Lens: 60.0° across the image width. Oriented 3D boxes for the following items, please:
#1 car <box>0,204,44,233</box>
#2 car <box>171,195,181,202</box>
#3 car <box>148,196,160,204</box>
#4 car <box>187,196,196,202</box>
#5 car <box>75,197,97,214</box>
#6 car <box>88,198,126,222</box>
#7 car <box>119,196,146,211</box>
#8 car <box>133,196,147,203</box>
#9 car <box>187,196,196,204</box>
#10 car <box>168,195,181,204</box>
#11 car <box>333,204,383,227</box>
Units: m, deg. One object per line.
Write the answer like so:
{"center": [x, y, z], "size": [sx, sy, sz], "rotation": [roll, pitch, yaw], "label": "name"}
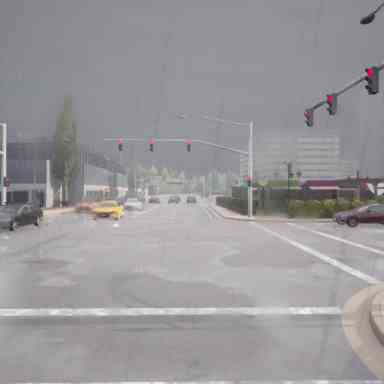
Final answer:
{"center": [-10.629, 1.491, 19.907], "size": [2.128, 1.511, 4.902], "rotation": [0, 0, 0], "label": "car"}
{"center": [-3.610, 1.425, 74.879], "size": [1.994, 1.385, 4.181], "rotation": [0, 0, 0], "label": "car"}
{"center": [-7.149, 1.547, 62.978], "size": [2.033, 1.411, 5.357], "rotation": [0, 0, 0], "label": "car"}
{"center": [-0.110, 1.468, 74.916], "size": [1.895, 1.301, 4.718], "rotation": [0, 0, 0], "label": "car"}
{"center": [-10.651, 1.352, 34.967], "size": [2.097, 1.767, 4.553], "rotation": [0, 0, 0], "label": "car"}
{"center": [-6.747, 1.477, 26.911], "size": [1.882, 1.535, 5.008], "rotation": [0, 0, -5], "label": "car"}
{"center": [-7.158, 1.526, 40.297], "size": [1.812, 1.442, 4.674], "rotation": [0, 0, 0], "label": "car"}
{"center": [-10.603, 1.546, 67.993], "size": [2.033, 1.411, 5.357], "rotation": [0, 0, 0], "label": "car"}
{"center": [-0.095, 1.491, 64.611], "size": [2.128, 1.511, 4.902], "rotation": [0, 0, 0], "label": "car"}
{"center": [-3.595, 1.547, 64.605], "size": [2.033, 1.411, 5.357], "rotation": [0, 0, 0], "label": "car"}
{"center": [11.773, 1.526, 21.960], "size": [4.674, 1.442, 1.812], "rotation": [0, 0, 1], "label": "car"}
